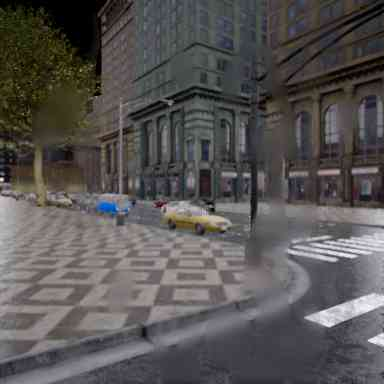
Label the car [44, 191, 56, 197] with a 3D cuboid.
[{"bbox_3d":[-35.262,0.482,82.707,1.802,1.307,4.206,1,0,-35],"label":"car"}]

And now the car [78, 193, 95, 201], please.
[{"bbox_3d":[-19.000,0.871,59.811,1.802,1.307,4.206,1,0,-35],"label":"car"}]

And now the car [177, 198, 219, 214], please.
[{"bbox_3d":[0.516,1.324,32.331,1.947,1.339,4.313,1,0,-35],"label":"car"}]

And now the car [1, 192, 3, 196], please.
[{"bbox_3d":[-45.462,0.261,82.349,1.967,1.590,4.097,1,0,-35],"label":"car"}]

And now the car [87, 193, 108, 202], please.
[{"bbox_3d":[-15.747,0.920,55.232,2.008,1.369,4.403,1,0,-35],"label":"car"}]

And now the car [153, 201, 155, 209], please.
[{"bbox_3d":[-2.735,1.233,36.910,1.887,1.381,4.507,1,0,-35],"label":"car"}]

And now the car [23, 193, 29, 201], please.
[{"bbox_3d":[-25.946,0.837,54.870,2.008,1.369,4.403,1,0,-35],"label":"car"}]

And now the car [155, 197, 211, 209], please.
[{"bbox_3d":[-0.530,1.354,23.662,1.812,1.442,4.674,0,1,-35],"label":"car"}]

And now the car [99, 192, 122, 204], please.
[{"bbox_3d":[-12.492,0.891,50.652,1.967,1.590,4.097,1,0,-35],"label":"car"}]

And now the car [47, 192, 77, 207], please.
[{"bbox_3d":[-16.090,1.057,40.992,1.752,1.417,4.829,1,0,-35],"label":"car"}]

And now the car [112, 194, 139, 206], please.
[{"bbox_3d":[-9.242,1.083,46.073,2.008,1.369,4.403,1,0,-35],"label":"car"}]

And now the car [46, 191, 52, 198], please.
[{"bbox_3d":[-19.441,0.998,45.710,2.008,1.369,4.403,1,0,-35],"label":"car"}]

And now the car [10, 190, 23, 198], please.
[{"bbox_3d":[-35.702,0.490,68.608,1.967,1.590,4.097,1,0,-35],"label":"car"}]

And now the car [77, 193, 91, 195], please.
[{"bbox_3d":[-14.115,1.020,42.865,2.128,1.511,4.902,0,1,-35],"label":"car"}]

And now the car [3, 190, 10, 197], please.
[{"bbox_3d":[-42.208,0.337,77.768,1.967,1.590,4.097,1,0,-35],"label":"car"}]

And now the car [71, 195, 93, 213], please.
[{"bbox_3d":[-9.682,1.236,31.967,2.008,1.369,4.403,1,0,-35],"label":"car"}]

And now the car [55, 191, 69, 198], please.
[{"bbox_3d":[-28.757,0.598,73.548,1.887,1.381,4.507,1,0,-35],"label":"car"}]

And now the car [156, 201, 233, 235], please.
[{"bbox_3d":[0.176,1.403,18.084,1.752,1.417,4.829,1,0,-35],"label":"car"}]

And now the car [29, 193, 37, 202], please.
[{"bbox_3d":[-22.694,0.917,50.290,2.008,1.369,4.403,1,0,-35],"label":"car"}]

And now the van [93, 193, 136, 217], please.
[{"bbox_3d":[-6.427,1.096,27.387,1.690,1.788,3.998,1,0,-35],"label":"van"}]
